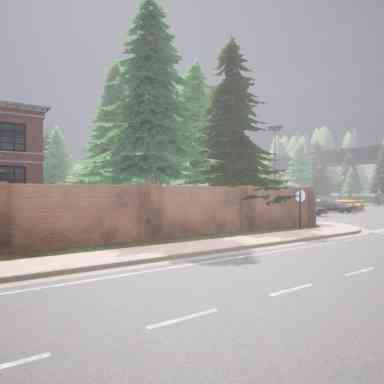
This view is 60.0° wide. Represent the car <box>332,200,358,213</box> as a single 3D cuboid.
[{"bbox_3d":[15.466,1.547,36.994,2.033,1.411,5.357,0,0,-35],"label":"car"}]

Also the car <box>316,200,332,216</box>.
[{"bbox_3d":[10.302,1.547,32.148,2.033,1.411,5.357,0,0,-35],"label":"car"}]

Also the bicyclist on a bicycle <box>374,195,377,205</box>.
[{"bbox_3d":[30.154,1.300,54.305,1.656,1.620,0.582,0,0,-35],"label":"bicyclist on a bicycle"}]

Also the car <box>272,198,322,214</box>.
[{"bbox_3d":[11.433,1.491,36.625,2.128,1.511,4.902,0,0,-36],"label":"car"}]
